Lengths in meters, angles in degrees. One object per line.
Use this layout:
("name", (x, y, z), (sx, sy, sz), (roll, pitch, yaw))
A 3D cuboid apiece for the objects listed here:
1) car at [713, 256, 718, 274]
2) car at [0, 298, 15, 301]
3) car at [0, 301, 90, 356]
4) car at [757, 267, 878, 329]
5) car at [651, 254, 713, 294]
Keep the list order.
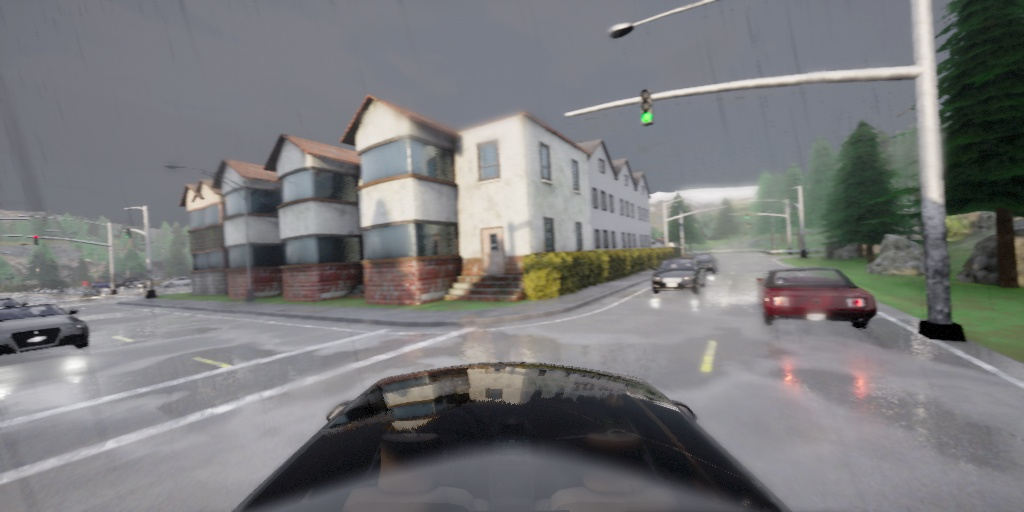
("car", (14.243, 0.548, 26.722), (2.033, 1.411, 5.357), (-3, 0, 33))
("car", (-24.273, 2.718, 16.790), (4.181, 1.385, 1.994), (-3, 0, 32))
("car", (-14.419, 2.148, 10.652), (4.181, 1.385, 1.994), (-3, 0, 32))
("car", (7.591, 0.938, 9.416), (1.895, 1.301, 4.718), (-3, 0, 33))
("car", (7.752, 0.836, 16.547), (2.128, 1.511, 4.902), (-3, 0, 33))
